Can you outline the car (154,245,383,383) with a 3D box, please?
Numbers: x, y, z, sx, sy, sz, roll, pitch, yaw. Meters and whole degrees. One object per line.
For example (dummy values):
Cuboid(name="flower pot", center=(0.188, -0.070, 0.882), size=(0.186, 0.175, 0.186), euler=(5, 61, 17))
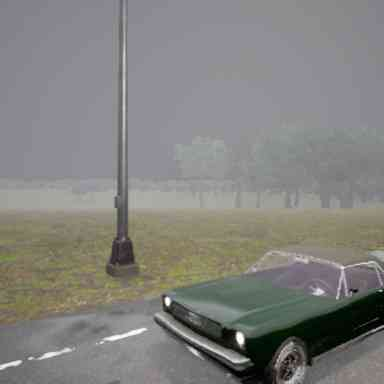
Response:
Cuboid(name="car", center=(1.821, 1.622, 5.296), size=(4.718, 1.301, 1.895), euler=(0, 0, -36))
